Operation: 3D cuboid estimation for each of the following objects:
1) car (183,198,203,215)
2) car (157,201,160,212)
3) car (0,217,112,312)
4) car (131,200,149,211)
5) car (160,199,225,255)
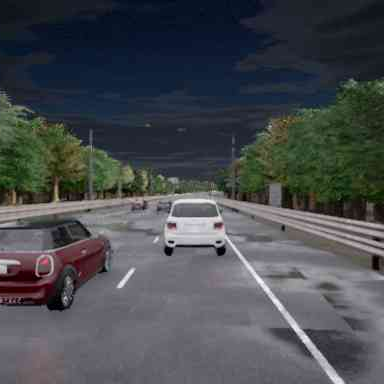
[{"bbox_3d":[0.107,1.552,37.050,2.097,1.767,4.553,0,0,0],"label":"car"},{"bbox_3d":[-3.392,1.723,42.707,2.128,1.511,4.902,0,0,0],"label":"car"},{"bbox_3d":[-3.403,1.395,7.986,2.097,1.767,4.553,0,0,0],"label":"car"},{"bbox_3d":[-6.891,1.765,44.410,1.812,1.442,4.674,0,0,0],"label":"car"},{"bbox_3d":[0.104,1.298,13.808,2.150,2.045,5.566,0,0,0],"label":"car"}]
